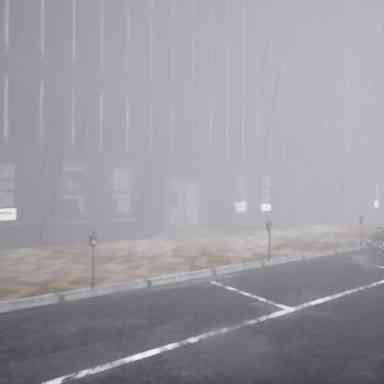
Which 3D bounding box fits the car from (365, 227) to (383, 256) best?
[{"bbox_3d":[8.184,1.674,12.404,4.403,1.369,2.008,1,0,-36],"label":"car"}]
